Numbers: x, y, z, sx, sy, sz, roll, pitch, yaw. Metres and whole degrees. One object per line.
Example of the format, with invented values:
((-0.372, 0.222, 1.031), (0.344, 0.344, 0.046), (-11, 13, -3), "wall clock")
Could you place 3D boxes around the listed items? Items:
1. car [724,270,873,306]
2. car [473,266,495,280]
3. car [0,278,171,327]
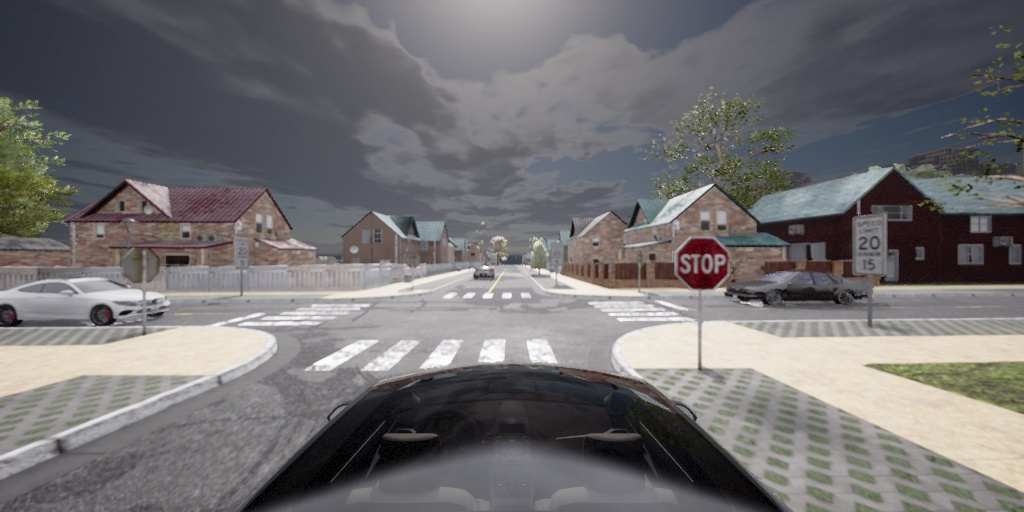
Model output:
((12.206, 1.336, 15.431), (5.357, 1.411, 2.033), (0, 0, -2), "car")
((-2.739, 1.666, 35.966), (1.994, 1.385, 4.181), (0, -1, 0), "car")
((-14.148, 1.448, 11.825), (4.674, 1.442, 1.812), (0, 0, -1), "car")
